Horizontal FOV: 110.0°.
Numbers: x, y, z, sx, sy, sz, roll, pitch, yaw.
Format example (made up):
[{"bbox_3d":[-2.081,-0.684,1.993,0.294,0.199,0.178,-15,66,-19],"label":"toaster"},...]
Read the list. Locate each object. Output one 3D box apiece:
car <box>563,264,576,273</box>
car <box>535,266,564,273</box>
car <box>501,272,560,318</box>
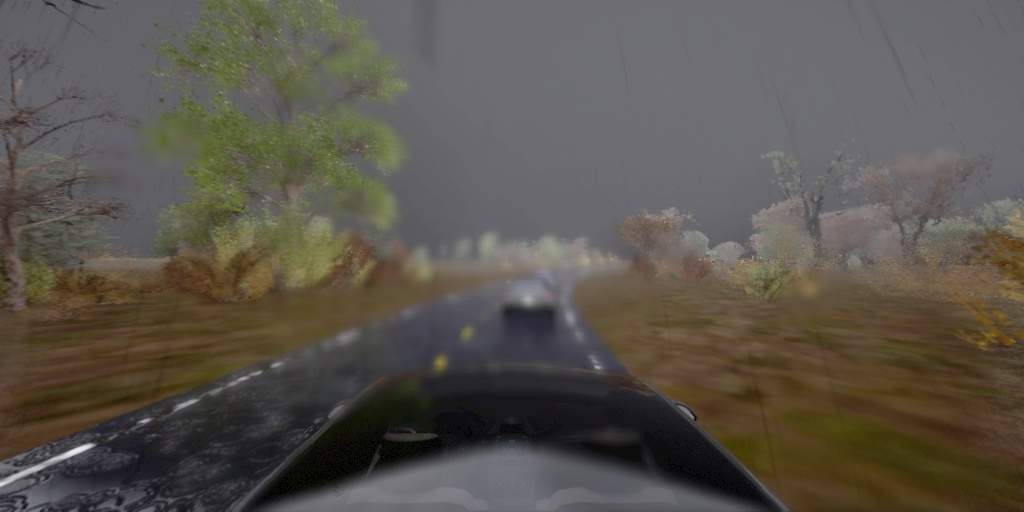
[{"bbox_3d":[9.475,2.096,60.173,1.882,1.535,5.008,0,-1,22],"label":"car"},{"bbox_3d":[2.489,1.653,26.526,2.033,1.411,5.357,0,-1,11],"label":"car"},{"bbox_3d":[0.776,1.488,14.069,1.994,1.385,4.181,0,-1,7],"label":"car"}]
